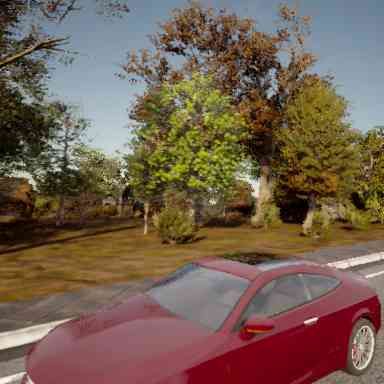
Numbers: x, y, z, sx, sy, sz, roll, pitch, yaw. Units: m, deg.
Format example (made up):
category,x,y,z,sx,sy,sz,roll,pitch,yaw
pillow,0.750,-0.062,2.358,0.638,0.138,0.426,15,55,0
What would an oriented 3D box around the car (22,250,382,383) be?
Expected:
category,x,y,z,sx,sy,sz,roll,pitch,yaw
car,0.537,1.531,4.065,4.674,1.442,1.812,0,0,-35
